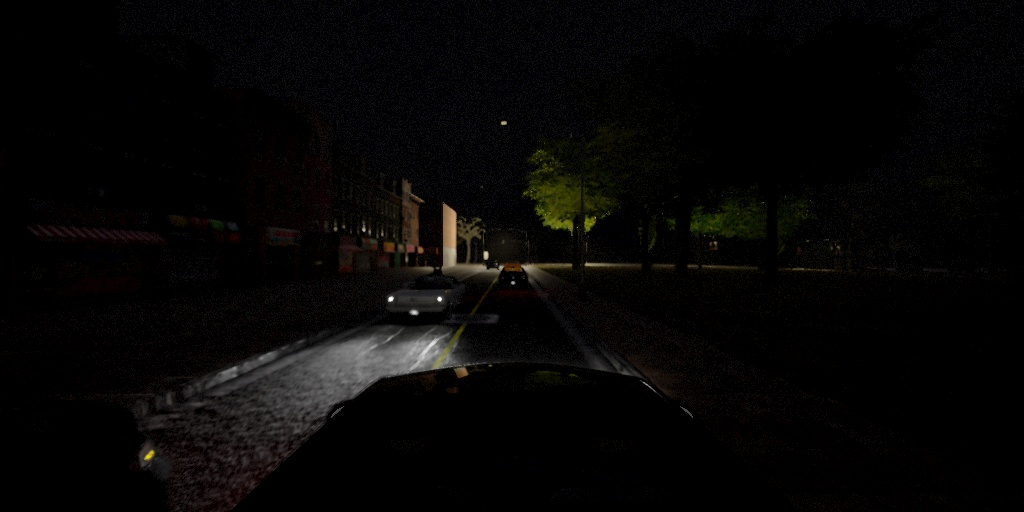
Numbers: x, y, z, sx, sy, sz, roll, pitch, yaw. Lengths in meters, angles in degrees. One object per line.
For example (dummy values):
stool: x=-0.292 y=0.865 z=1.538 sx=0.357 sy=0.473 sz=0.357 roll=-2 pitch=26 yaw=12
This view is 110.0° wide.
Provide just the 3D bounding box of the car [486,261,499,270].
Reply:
car: x=-2.855 y=1.376 z=53.590 sx=2.033 sy=1.411 sz=5.357 roll=0 pitch=0 yaw=1

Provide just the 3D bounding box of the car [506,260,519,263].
car: x=0.059 y=1.261 z=43.050 sx=1.882 sy=1.535 sz=5.008 roll=0 pitch=0 yaw=0

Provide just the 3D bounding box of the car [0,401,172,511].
car: x=-2.846 y=1.279 z=0.128 sx=1.812 sy=1.442 sz=4.674 roll=0 pitch=0 yaw=0

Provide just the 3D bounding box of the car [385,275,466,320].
car: x=-2.847 y=1.356 z=12.721 sx=1.895 sy=1.301 sz=4.718 roll=0 pitch=0 yaw=0

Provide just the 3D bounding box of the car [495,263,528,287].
car: x=0.078 y=1.359 z=24.206 sx=1.895 sy=1.301 sz=4.718 roll=0 pitch=0 yaw=0
